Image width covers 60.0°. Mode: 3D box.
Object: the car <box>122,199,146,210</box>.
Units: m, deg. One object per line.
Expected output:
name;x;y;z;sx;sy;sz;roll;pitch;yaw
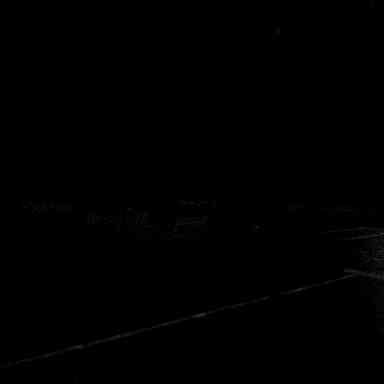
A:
car;-8.129;1.682;46.619;1.812;1.442;4.674;0;0;-35

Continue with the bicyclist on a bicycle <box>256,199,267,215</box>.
bicyclist on a bicycle;6.813;1.484;32.654;1.656;1.620;0.582;0;0;-36
